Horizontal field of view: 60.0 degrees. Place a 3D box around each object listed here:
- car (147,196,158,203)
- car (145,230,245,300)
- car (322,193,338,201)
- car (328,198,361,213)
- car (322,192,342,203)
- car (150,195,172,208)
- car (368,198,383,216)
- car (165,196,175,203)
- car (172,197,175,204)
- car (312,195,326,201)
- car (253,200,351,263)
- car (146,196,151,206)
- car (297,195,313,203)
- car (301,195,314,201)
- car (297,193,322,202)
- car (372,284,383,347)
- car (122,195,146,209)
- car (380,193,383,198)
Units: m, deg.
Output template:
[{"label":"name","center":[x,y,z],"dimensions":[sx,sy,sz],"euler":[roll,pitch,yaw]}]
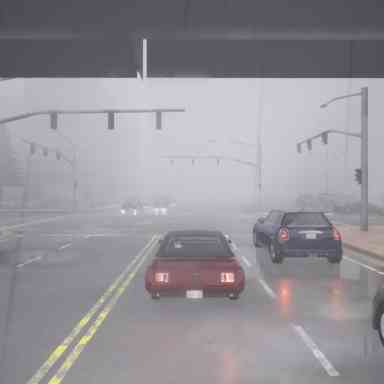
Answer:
[{"label":"car","center":[-8.018,1.526,67.890],"dimensions":[1.812,1.442,4.674],"euler":[0,0,0]},{"label":"car","center":[0.070,1.601,8.361],"dimensions":[1.895,1.301,4.718],"euler":[0,0,0]},{"label":"car","center":[33.525,1.153,80.771],"dimensions":[1.932,1.855,4.605],"euler":[0,0,0]},{"label":"car","center":[16.682,1.564,33.932],"dimensions":[4.181,1.385,1.994],"euler":[0,0,1]},{"label":"car","center":[19.557,1.156,48.116],"dimensions":[1.905,1.878,3.866],"euler":[0,0,0]},{"label":"car","center":[-4.491,1.491,49.564],"dimensions":[2.128,1.511,4.902],"euler":[0,0,0]},{"label":"car","center":[19.266,1.505,30.398],"dimensions":[4.892,1.490,1.837],"euler":[0,0,1]},{"label":"car","center":[-4.517,1.601,68.761],"dimensions":[1.895,1.301,4.718],"euler":[0,0,0]},{"label":"car","center":[-4.529,1.352,58.606],"dimensions":[2.097,1.767,4.553],"euler":[0,0,0]},{"label":"car","center":[30.842,1.364,80.714],"dimensions":[1.784,1.438,3.905],"euler":[0,0,0]},{"label":"car","center":[3.585,1.352,12.126],"dimensions":[2.097,1.767,4.553],"euler":[0,0,0]},{"label":"car","center":[-8.012,1.478,53.972],"dimensions":[1.882,1.535,5.008],"euler":[0,0,0]},{"label":"car","center":[22.218,1.395,65.590],"dimensions":[1.970,1.475,3.806],"euler":[0,0,0]},{"label":"car","center":[27.947,1.395,80.707],"dimensions":[1.970,1.475,3.806],"euler":[0,0,0]},{"label":"car","center":[16.663,1.153,48.163],"dimensions":[1.932,1.855,4.605],"euler":[0,0,0]},{"label":"car","center":[3.601,1.505,3.037],"dimensions":[1.837,1.490,4.892],"euler":[0,0,0]},{"label":"car","center":[-8.030,1.352,44.802],"dimensions":[2.097,1.767,4.553],"euler":[0,0,2]},{"label":"car","center":[39.115,1.153,65.724],"dimensions":[1.932,1.855,4.605],"euler":[0,0,0]}]
